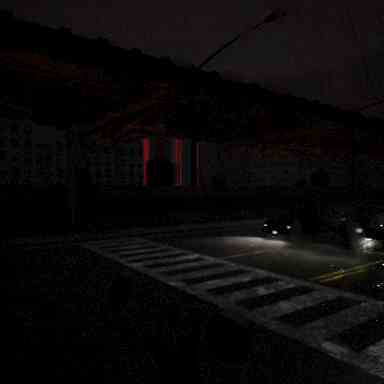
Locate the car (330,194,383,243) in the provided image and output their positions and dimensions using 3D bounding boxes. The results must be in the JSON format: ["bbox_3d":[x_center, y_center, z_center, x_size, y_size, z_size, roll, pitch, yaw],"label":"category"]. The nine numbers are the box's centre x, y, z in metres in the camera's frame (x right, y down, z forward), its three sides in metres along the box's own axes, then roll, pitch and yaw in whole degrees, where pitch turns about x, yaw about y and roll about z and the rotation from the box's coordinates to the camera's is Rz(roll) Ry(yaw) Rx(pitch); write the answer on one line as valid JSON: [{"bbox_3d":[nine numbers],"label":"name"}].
[{"bbox_3d":[8.716,1.120,14.493,5.566,2.045,2.150,0,0,-36],"label":"car"}]

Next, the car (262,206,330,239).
[{"bbox_3d":[5.975,1.451,16.834,5.357,1.411,2.033,0,0,-35],"label":"car"}]

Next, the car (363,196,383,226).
[{"bbox_3d":[13.656,1.194,22.241,4.553,1.767,2.097,0,0,-35],"label":"car"}]
